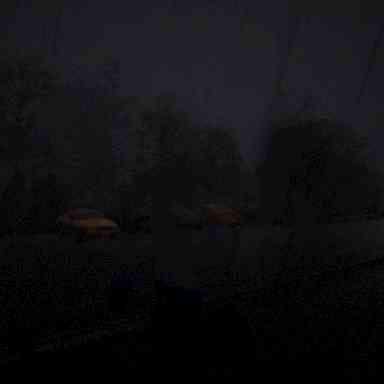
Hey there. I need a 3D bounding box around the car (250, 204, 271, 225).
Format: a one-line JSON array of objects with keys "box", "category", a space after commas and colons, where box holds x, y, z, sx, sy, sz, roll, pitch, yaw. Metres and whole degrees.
[{"box": [3.372, 1.551, 23.777, 2.231, 1.521, 4.892, 0, 0, -36], "category": "car"}]

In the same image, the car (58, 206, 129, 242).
[{"box": [-5.450, 1.542, 17.171, 1.946, 1.575, 5.366, 0, 0, -36], "category": "car"}]

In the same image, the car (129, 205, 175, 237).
[{"box": [-3.340, 1.581, 18.963, 2.163, 1.488, 4.792, 0, 0, -36], "category": "car"}]

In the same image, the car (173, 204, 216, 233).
[{"box": [-1.098, 1.553, 20.558, 2.231, 1.521, 4.892, 0, 0, -36], "category": "car"}]

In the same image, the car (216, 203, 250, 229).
[{"box": [1.139, 1.552, 22.162, 2.097, 1.535, 5.008, 0, 0, -36], "category": "car"}]
